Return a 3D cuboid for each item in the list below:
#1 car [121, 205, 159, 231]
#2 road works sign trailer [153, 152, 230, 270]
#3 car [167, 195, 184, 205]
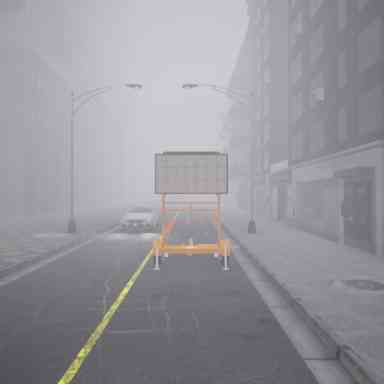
[{"bbox_3d":[-3.132,1.535,20.697,1.812,1.442,4.674,0,0,0],"label":"car"},{"bbox_3d":[-0.019,0.467,11.038,2.380,3.560,2.880,0,0,0],"label":"road works sign trailer"},{"bbox_3d":[-3.144,1.632,62.413,2.033,1.411,5.357,0,0,1],"label":"car"}]
